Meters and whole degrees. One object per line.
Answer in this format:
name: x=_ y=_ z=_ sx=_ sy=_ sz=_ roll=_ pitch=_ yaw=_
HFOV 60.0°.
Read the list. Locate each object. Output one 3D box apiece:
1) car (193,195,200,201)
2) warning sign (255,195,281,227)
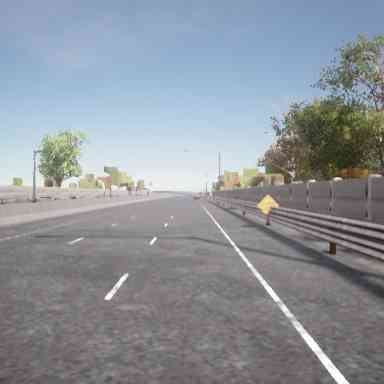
car: x=1.225 y=1.656 z=89.906 sx=1.882 sy=1.535 sz=5.008 roll=0 pitch=0 yaw=0
warning sign: x=4.549 y=1.097 z=19.907 sx=1.300 sy=1.860 sz=1.060 roll=0 pitch=0 yaw=0
